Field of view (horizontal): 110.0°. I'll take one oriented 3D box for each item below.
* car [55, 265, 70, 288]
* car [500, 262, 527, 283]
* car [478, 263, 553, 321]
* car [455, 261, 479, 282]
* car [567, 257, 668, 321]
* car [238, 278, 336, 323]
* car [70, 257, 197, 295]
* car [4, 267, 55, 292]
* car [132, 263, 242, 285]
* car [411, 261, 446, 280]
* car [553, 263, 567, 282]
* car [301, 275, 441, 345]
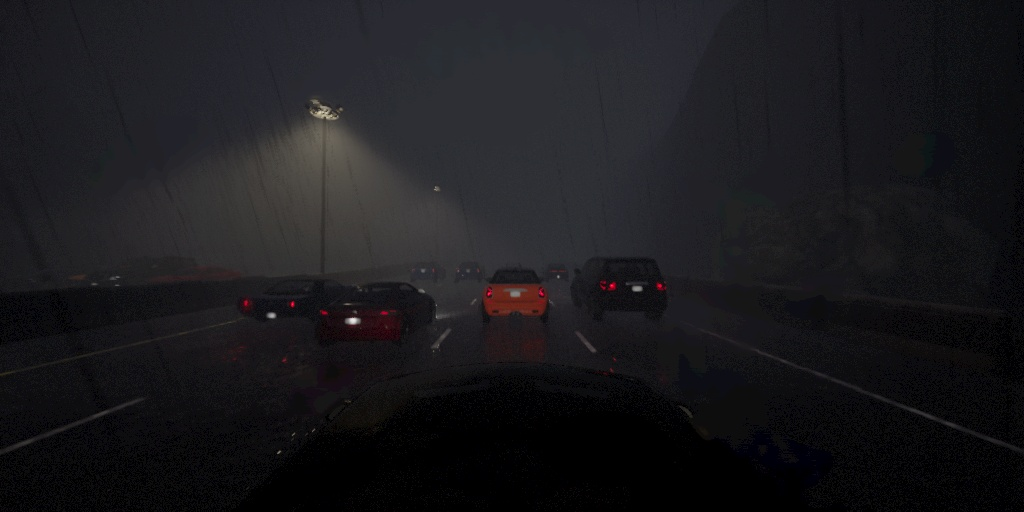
[{"bbox_3d":[-24.591,1.329,22.648,1.882,1.535,5.008,0,0,0],"label":"car"},{"bbox_3d":[0.109,1.339,30.188,2.128,1.511,4.902,0,0,0],"label":"car"},{"bbox_3d":[0.104,1.176,12.905,2.097,1.767,4.553,0,0,0],"label":"car"},{"bbox_3d":[-3.391,1.200,29.914,2.097,1.767,4.553,0,0,0],"label":"car"},{"bbox_3d":[3.604,1.046,12.990,2.150,2.045,5.566,0,0,0],"label":"car"},{"bbox_3d":[-6.896,1.423,12.510,1.895,1.301,4.718,0,0,0],"label":"car"},{"bbox_3d":[-21.092,1.070,20.848,2.150,2.045,5.566,0,0,0],"label":"car"},{"bbox_3d":[-28.090,1.329,22.653,1.882,1.535,5.008,0,0,0],"label":"car"},{"bbox_3d":[-17.593,1.325,20.085,1.882,1.535,5.008,0,0,0],"label":"car"},{"bbox_3d":[-6.891,1.200,29.935,2.097,1.767,4.553,0,0,0],"label":"car"},{"bbox_3d":[3.609,1.352,30.322,1.837,1.490,4.892,0,0,0],"label":"car"},{"bbox_3d":[-3.397,1.371,9.662,1.994,1.385,4.181,0,0,0],"label":"car"}]
